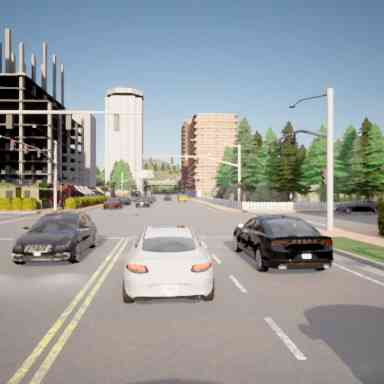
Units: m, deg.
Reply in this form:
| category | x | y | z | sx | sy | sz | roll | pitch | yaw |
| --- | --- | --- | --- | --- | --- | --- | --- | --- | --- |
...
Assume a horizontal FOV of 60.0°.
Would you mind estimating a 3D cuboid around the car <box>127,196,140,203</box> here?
| category | x | y | z | sx | sy | sz | roll | pitch | yaw |
| --- | --- | --- | --- | --- | --- | --- | --- | --- | --- |
| car | -12.030 | 1.535 | 68.496 | 2.033 | 1.411 | 5.357 | 0 | 0 | -4 |

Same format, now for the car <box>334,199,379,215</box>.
| category | x | y | z | sx | sy | sz | roll | pitch | yaw |
| --- | --- | --- | --- | --- | --- | --- | --- | --- | --- |
| car | 17.050 | 1.486 | 34.008 | 4.902 | 1.511 | 2.128 | 0 | 0 | -3 |

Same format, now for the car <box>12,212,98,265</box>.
| category | x | y | z | sx | sy | sz | roll | pitch | yaw |
| --- | --- | --- | --- | --- | --- | --- | --- | --- | --- |
| car | -4.608 | 1.503 | 11.831 | 1.837 | 1.490 | 4.892 | 0 | 0 | -5 |

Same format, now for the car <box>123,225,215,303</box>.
| category | x | y | z | sx | sy | sz | roll | pitch | yaw |
| --- | --- | --- | --- | --- | --- | --- | --- | --- | --- |
| car | -0.590 | 1.524 | 8.129 | 1.812 | 1.442 | 4.674 | 0 | 0 | -5 |

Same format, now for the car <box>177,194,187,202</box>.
| category | x | y | z | sx | sy | sz | roll | pitch | yaw |
| --- | --- | --- | --- | --- | --- | --- | --- | --- | --- |
| car | -2.117 | 1.459 | 76.939 | 1.882 | 1.535 | 5.008 | 0 | 0 | -4 |

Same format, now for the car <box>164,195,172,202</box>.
| category | x | y | z | sx | sy | sz | roll | pitch | yaw |
| --- | --- | --- | --- | --- | --- | --- | --- | --- | --- |
| car | -5.679 | 1.506 | 77.662 | 2.128 | 1.511 | 4.902 | 0 | 0 | -4 |

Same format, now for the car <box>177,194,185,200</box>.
| category | x | y | z | sx | sy | sz | roll | pitch | yaw |
| --- | --- | --- | --- | --- | --- | --- | --- | --- | --- |
| car | -2.812 | 1.292 | 86.487 | 1.882 | 1.535 | 5.008 | 0 | 0 | -4 |

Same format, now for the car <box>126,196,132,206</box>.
| category | x | y | z | sx | sy | sz | roll | pitch | yaw |
| --- | --- | --- | --- | --- | --- | --- | --- | --- | --- |
| car | -11.021 | 1.470 | 53.400 | 1.882 | 1.535 | 5.008 | 0 | 0 | -4 |

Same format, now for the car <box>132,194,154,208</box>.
| category | x | y | z | sx | sy | sz | roll | pitch | yaw |
| --- | --- | --- | --- | --- | --- | --- | --- | --- | --- |
| car | -7.187 | 1.484 | 48.852 | 2.128 | 1.511 | 4.902 | 0 | 0 | -4 |

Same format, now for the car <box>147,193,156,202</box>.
| category | x | y | z | sx | sy | sz | roll | pitch | yaw |
| --- | --- | --- | --- | --- | --- | --- | --- | --- | --- |
| car | -7.927 | 1.483 | 59.324 | 2.128 | 1.511 | 4.902 | 0 | 0 | -4 |

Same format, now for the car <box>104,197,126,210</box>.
| category | x | y | z | sx | sy | sz | roll | pitch | yaw |
| --- | --- | --- | --- | --- | --- | --- | --- | --- | --- |
| car | -10.332 | 1.471 | 43.779 | 1.882 | 1.535 | 5.008 | 0 | 0 | -4 |

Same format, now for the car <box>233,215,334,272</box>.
| category | x | y | z | sx | sy | sz | roll | pitch | yaw |
| --- | --- | --- | --- | --- | --- | --- | --- | --- | --- |
| car | 2.674 | 1.476 | 10.868 | 1.882 | 1.535 | 5.008 | 0 | 0 | -5 |

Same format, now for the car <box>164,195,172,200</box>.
| category | x | y | z | sx | sy | sz | roll | pitch | yaw |
| --- | --- | --- | --- | --- | --- | --- | --- | --- | --- |
| car | -6.303 | 1.366 | 86.233 | 1.994 | 1.385 | 4.181 | 0 | 0 | -4 |

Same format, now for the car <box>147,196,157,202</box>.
| category | x | y | z | sx | sy | sz | roll | pitch | yaw |
| --- | --- | --- | --- | --- | --- | --- | --- | --- | --- |
| car | -8.921 | 1.529 | 73.993 | 2.033 | 1.411 | 5.357 | 0 | 0 | -4 |
